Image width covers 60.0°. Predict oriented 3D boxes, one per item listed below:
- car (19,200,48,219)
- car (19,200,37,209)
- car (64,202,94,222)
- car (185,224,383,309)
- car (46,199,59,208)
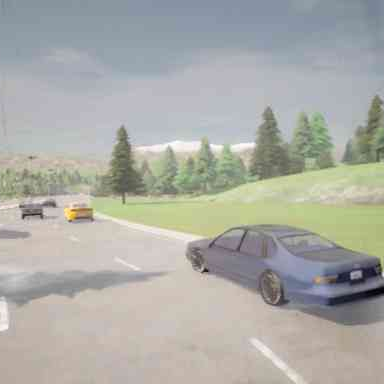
[{"bbox_3d":[-15.452,1.783,32.422,2.033,1.411,5.357,-1,0,-23],"label":"car"},{"bbox_3d":[-26.872,2.019,54.609,1.895,1.301,4.718,-1,0,-16],"label":"car"},{"bbox_3d":[-9.417,1.591,27.602,1.882,1.535,5.008,-2,0,-26],"label":"car"},{"bbox_3d":[1.691,1.477,7.923,2.033,1.411,5.357,-1,0,-26],"label":"car"},{"bbox_3d":[-23.238,1.858,54.609,1.812,1.442,4.674,-1,0,-17],"label":"car"}]
